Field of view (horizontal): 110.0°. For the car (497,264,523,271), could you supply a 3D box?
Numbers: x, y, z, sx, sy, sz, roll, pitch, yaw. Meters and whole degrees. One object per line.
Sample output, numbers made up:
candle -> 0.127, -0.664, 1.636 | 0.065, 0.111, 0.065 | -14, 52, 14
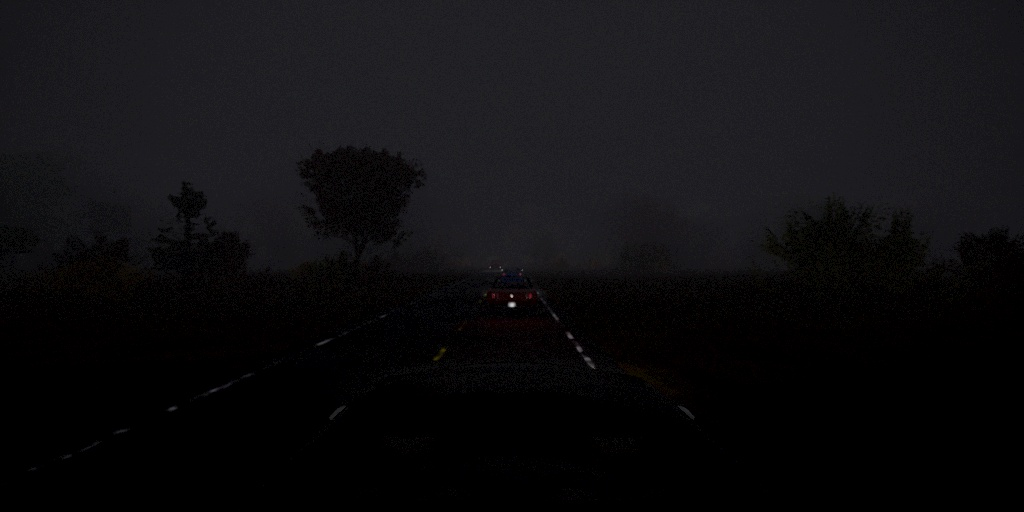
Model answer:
car -> 0.018, 1.596, 30.351 | 1.994, 1.385, 4.181 | 0, 0, 1

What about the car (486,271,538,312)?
car -> 0.017, 1.486, 15.090 | 1.895, 1.301, 4.718 | 0, -1, 0
